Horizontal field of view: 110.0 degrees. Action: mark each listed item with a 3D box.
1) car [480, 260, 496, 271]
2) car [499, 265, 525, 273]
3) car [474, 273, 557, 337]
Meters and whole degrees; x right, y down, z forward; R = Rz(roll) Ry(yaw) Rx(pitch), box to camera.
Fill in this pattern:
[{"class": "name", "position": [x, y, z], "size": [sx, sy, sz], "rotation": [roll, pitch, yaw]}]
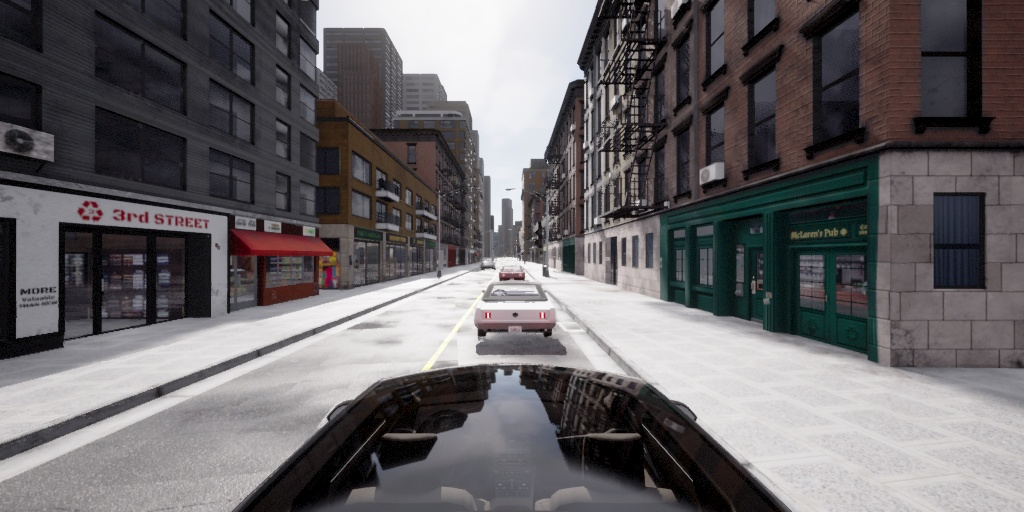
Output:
[{"class": "car", "position": [-3.279, 1.300, 49.482], "size": [1.994, 1.385, 4.181], "rotation": [0, 0, 0]}, {"class": "car", "position": [-0.006, 1.347, 27.047], "size": [1.895, 1.301, 4.718], "rotation": [0, 0, 0]}, {"class": "car", "position": [0.064, 1.351, 10.230], "size": [1.895, 1.301, 4.718], "rotation": [0, 0, 0]}]
